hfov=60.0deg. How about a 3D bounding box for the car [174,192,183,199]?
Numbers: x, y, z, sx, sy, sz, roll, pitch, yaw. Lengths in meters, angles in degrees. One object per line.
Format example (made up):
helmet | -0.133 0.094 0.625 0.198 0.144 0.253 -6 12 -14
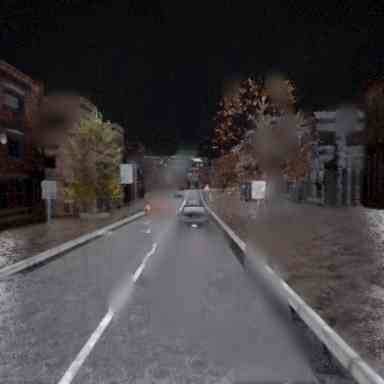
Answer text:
car | -2.904 0.754 71.440 1.895 1.301 4.718 0 3 0

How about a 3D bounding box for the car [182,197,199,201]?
car | 0.148 1.526 39.175 2.033 1.411 5.357 0 0 0

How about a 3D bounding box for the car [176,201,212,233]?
car | 0.121 1.494 19.473 1.837 1.490 4.892 0 0 0

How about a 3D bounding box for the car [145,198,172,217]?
car | -3.057 1.335 30.940 2.097 1.767 4.553 0 0 0
